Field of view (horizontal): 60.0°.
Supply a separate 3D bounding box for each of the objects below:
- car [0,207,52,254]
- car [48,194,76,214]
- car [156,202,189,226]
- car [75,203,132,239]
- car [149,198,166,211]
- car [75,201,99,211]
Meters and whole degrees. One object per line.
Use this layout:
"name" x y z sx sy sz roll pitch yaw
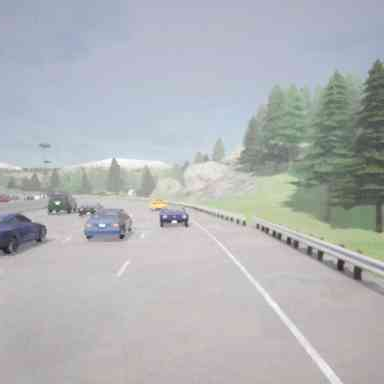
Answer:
"car" -7.482 1.541 13.304 1.812 1.442 4.674 0 0 -4
"car" -13.784 1.250 35.551 2.150 2.045 5.566 0 0 -10
"car" -1.358 1.605 23.285 1.895 1.301 4.718 0 0 -6
"car" -4.269 1.557 17.487 2.033 1.411 5.357 0 0 -5
"car" -4.182 1.488 41.081 1.882 1.535 5.008 0 0 -11
"car" -9.623 1.621 32.027 1.895 1.301 4.718 0 0 -9
